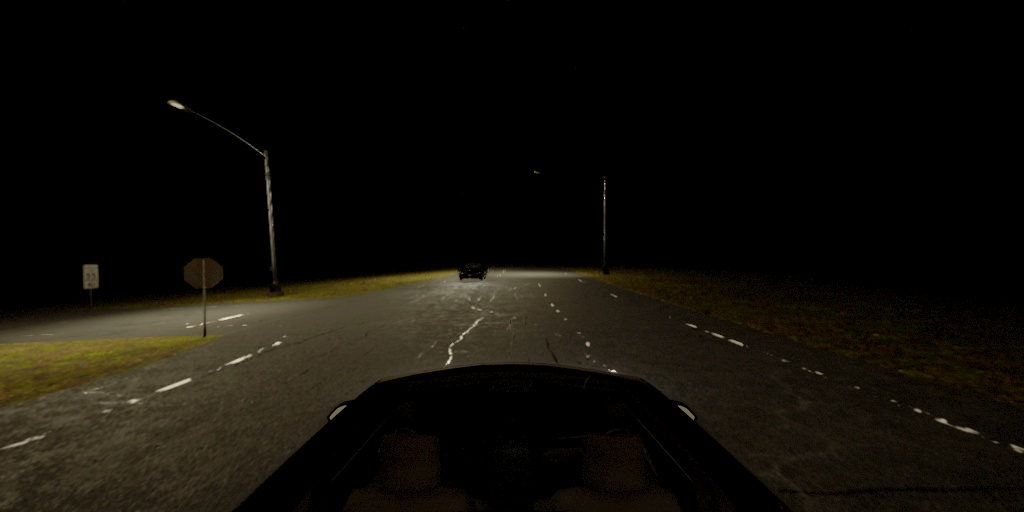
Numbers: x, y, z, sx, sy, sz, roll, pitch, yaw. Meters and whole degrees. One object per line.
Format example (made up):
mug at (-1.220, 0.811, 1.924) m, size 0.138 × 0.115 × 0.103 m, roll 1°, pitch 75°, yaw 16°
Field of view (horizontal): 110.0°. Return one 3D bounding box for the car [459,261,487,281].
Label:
car at (-3.191, 1.210, 30.103) m, size 1.882 × 1.535 × 5.008 m, roll 0°, pitch 0°, yaw 2°
